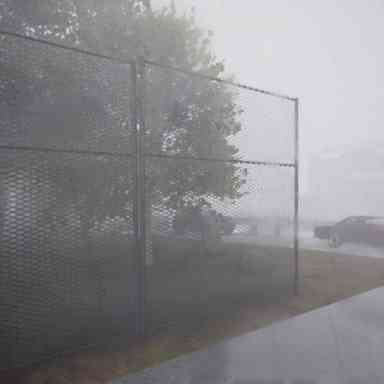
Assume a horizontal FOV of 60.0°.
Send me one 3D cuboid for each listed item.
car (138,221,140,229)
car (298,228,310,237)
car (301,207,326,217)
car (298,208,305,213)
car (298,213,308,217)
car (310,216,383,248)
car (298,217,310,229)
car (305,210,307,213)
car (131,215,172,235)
[{"bbox_3d":[-7.314,3.464,36.071,1.895,1.301,4.718,-1,-3,-34],"label":"car"},{"bbox_3d":[8.001,4.387,25.551,2.435,2.045,5.566,0,1,36],"label":"car"},{"bbox_3d":[30.695,5.093,84.045,5.566,2.045,2.435,1,0,35],"label":"car"},{"bbox_3d":[23.279,5.189,78.915,5.008,1.535,2.097,1,0,36],"label":"car"},{"bbox_3d":[14.377,4.290,46.559,2.185,1.767,4.553,0,0,36],"label":"car"},{"bbox_3d":[7.580,1.655,13.657,1.895,1.301,4.718,-1,-1,-33],"label":"car"},{"bbox_3d":[15.905,4.413,43.927,1.946,1.575,5.366,0,0,36],"label":"car"},{"bbox_3d":[28.221,5.167,82.352,4.553,1.767,2.185,1,0,35],"label":"car"},{"bbox_3d":[-5.477,4.381,45.614,2.435,2.045,5.566,0,1,36],"label":"car"}]
